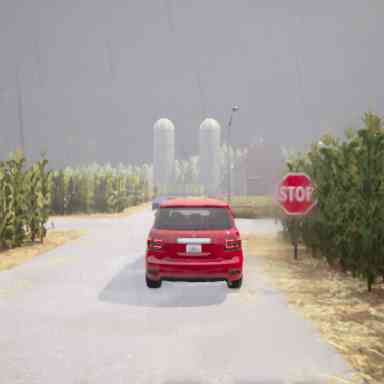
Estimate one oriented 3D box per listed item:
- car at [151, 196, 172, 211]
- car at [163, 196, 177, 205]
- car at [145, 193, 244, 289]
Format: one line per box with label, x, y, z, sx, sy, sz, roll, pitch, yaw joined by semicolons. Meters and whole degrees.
car;-3.279;1.201;36.769;1.882;1.535;5.008;0;0;0
car;-3.297;1.277;50.253;1.895;1.301;4.718;0;0;0
car;0.078;1.168;9.201;2.150;2.045;5.566;0;1;1
